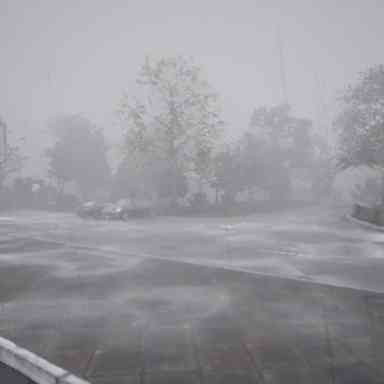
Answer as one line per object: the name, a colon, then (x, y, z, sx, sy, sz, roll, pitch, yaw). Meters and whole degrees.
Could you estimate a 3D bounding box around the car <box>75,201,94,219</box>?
car: (-7.526, 1.439, 27.910, 2.002, 1.452, 4.674, 0, 0, 35)

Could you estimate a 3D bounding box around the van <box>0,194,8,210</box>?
van: (-24.596, 1.269, 39.791, 1.878, 1.987, 4.442, -1, -1, 35)

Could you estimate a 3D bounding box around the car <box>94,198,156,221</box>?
car: (-4.905, 1.279, 26.125, 2.185, 1.767, 4.553, 0, 0, 35)
